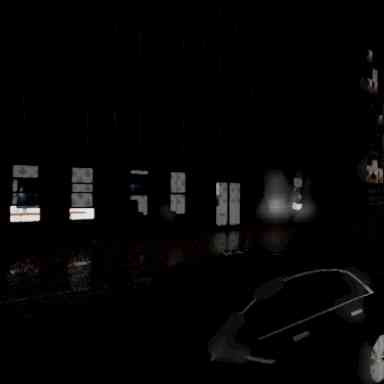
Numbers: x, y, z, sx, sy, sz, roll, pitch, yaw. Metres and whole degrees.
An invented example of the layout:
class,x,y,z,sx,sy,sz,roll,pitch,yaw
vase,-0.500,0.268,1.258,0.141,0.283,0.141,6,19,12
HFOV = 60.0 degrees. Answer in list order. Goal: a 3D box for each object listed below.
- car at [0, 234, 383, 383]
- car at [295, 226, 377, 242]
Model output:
class,x,y,z,sx,sy,sz,roll,pitch,yaw
car,0.532,1.519,3.758,4.892,1.490,1.837,0,0,-36
car,3.563,1.629,9.105,4.206,1.307,1.802,0,0,-36
